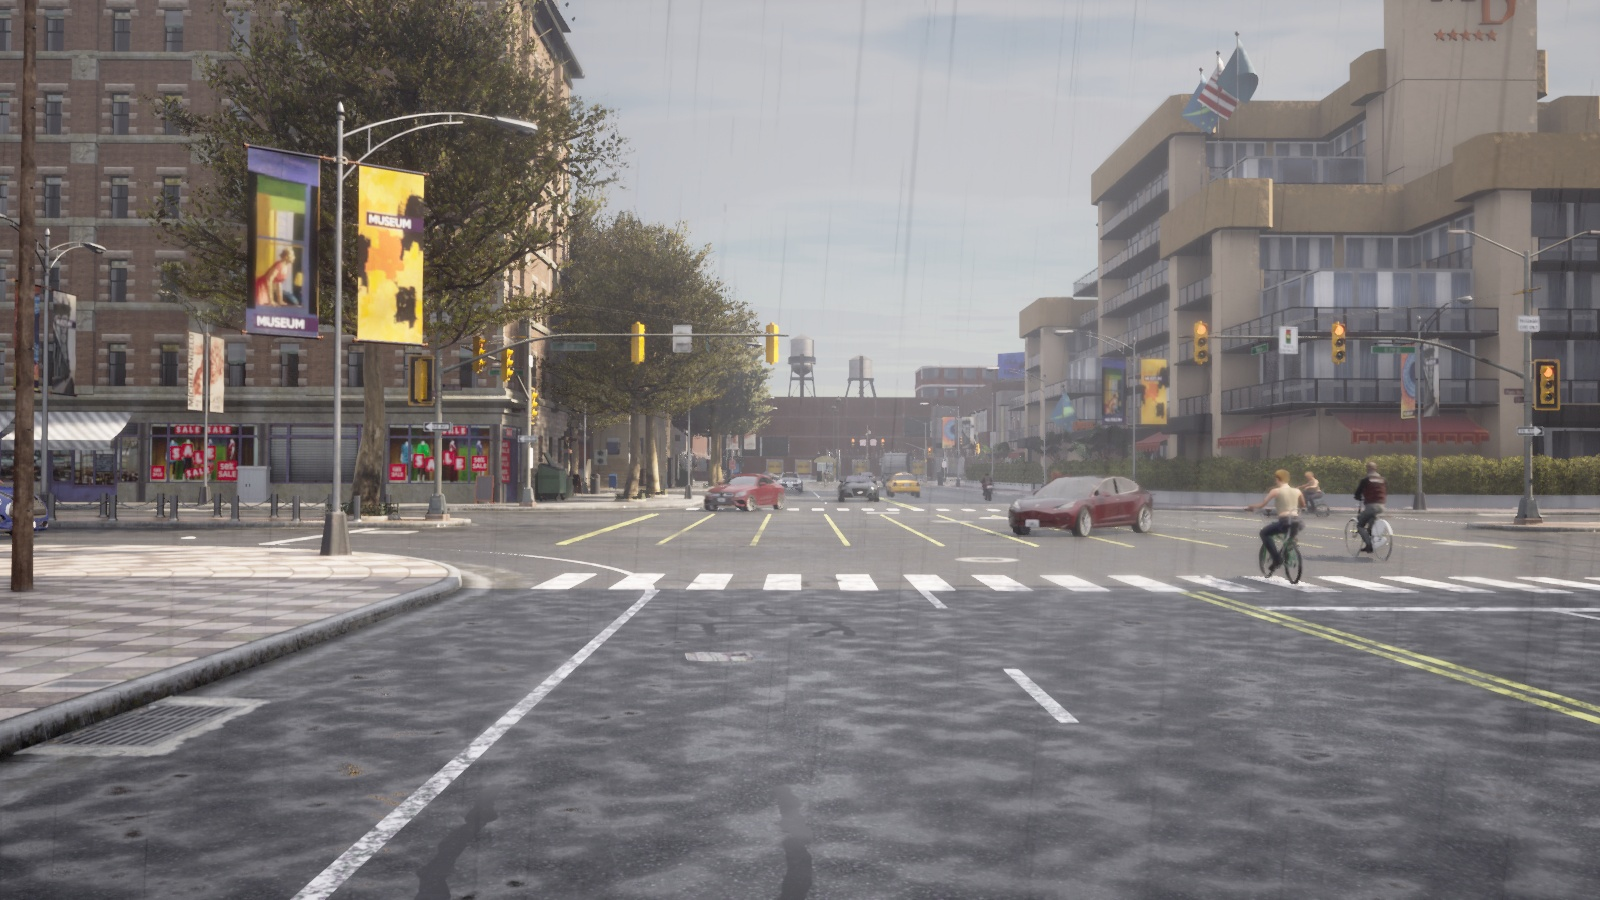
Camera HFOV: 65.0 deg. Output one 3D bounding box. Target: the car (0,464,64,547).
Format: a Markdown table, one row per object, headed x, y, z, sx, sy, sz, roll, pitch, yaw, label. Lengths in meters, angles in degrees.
| x | y | z | sx | sy | sz | roll | pitch | yaw | label |
| --- | --- | --- | --- | --- | --- | --- | --- | --- | --- |
| -19.190 | 1.216 | 27.790 | 4.553 | 1.767 | 2.097 | 0 | -1 | 1 | car |

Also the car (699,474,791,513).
| x | y | z | sx | sy | sz | roll | pitch | yaw | label |
| --- | --- | --- | --- | --- | --- | --- | --- | --- | --- |
| -2.103 | 1.674 | 49.186 | 1.812 | 1.442 | 4.674 | 0 | -1 | 22 | car |

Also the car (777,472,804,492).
| x | y | z | sx | sy | sz | roll | pitch | yaw | label |
| --- | --- | --- | --- | --- | --- | --- | --- | --- | --- |
| -0.714 | 2.337 | 92.663 | 1.970 | 1.475 | 3.806 | 0 | -1 | 0 | car |

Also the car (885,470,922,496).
| x | y | z | sx | sy | sz | roll | pitch | yaw | label |
| --- | --- | --- | --- | --- | --- | --- | --- | --- | --- |
| 6.399 | 2.036 | 77.989 | 1.801 | 1.575 | 5.366 | 0 | -1 | 0 | car |

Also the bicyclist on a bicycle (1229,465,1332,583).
| x | y | z | sx | sy | sz | roll | pitch | yaw | label |
| --- | --- | --- | --- | --- | --- | --- | --- | --- | --- |
| 6.868 | 1.026 | 18.022 | 0.866 | 1.612 | 1.509 | 0 | -1 | -1 | bicyclist on a bicycle |

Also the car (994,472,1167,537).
| x | y | z | sx | sy | sz | roll | pitch | yaw | label |
| --- | --- | --- | --- | --- | --- | --- | --- | --- | --- |
| 7.168 | 1.318 | 31.769 | 2.163 | 1.488 | 4.792 | -1 | -1 | 43 | car |

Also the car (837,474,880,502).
| x | y | z | sx | sy | sz | roll | pitch | yaw | label |
| --- | --- | --- | --- | --- | --- | --- | --- | --- | --- |
| 2.995 | 1.957 | 65.030 | 1.994 | 1.385 | 4.181 | 0 | -1 | -1 | car |

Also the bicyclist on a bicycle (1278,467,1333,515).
| x | y | z | sx | sy | sz | roll | pitch | yaw | label |
| --- | --- | --- | --- | --- | --- | --- | --- | --- | --- |
| 17.248 | 1.400 | 42.841 | 1.509 | 1.612 | 0.866 | 0 | -1 | 0 | bicyclist on a bicycle |

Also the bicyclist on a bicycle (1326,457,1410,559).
| x | y | z | sx | sy | sz | roll | pitch | yaw | label |
| --- | --- | --- | --- | --- | --- | --- | --- | --- | --- |
| 10.326 | 1.028 | 22.889 | 0.659 | 1.776 | 1.843 | 0 | -1 | 0 | bicyclist on a bicycle |
